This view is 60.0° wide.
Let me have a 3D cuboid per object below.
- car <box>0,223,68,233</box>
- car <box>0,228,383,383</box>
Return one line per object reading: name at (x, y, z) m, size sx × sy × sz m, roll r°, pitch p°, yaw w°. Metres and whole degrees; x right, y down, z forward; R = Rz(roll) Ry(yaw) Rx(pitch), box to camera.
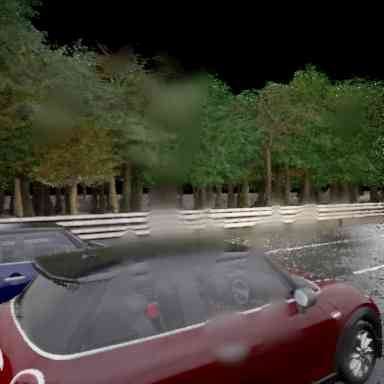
car at (-2.742, 1.340, 6.038) m, size 4.553 × 1.767 × 2.097 m, roll 0°, pitch 0°, yaw -35°
car at (0.208, 1.340, 3.832) m, size 4.553 × 1.767 × 2.097 m, roll 0°, pitch 0°, yaw -35°
